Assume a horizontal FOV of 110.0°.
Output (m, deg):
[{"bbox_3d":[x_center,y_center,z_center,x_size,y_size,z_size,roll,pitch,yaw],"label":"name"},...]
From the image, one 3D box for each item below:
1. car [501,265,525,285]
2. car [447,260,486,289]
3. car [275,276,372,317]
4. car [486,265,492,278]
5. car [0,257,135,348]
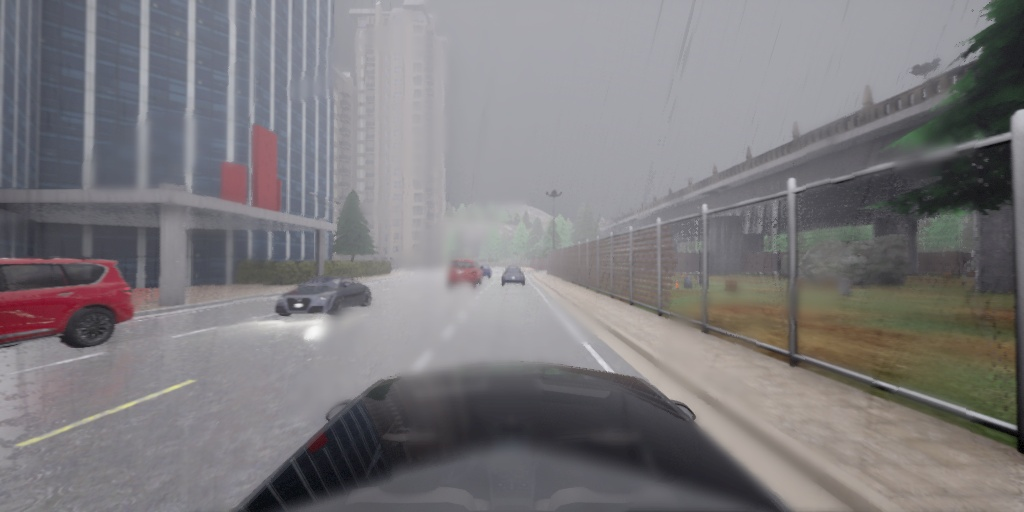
[{"bbox_3d":[0.097,1.706,30.377,1.994,1.385,4.181,0,-1,0],"label":"car"},{"bbox_3d":[-3.418,1.317,26.863,2.150,2.045,5.566,0,-1,0],"label":"car"},{"bbox_3d":[-7.079,1.480,13.911,1.994,1.385,4.181,0,-1,1],"label":"car"},{"bbox_3d":[-3.407,1.784,42.390,1.882,1.535,5.008,0,-1,0],"label":"car"},{"bbox_3d":[-10.579,1.037,6.653,2.150,2.045,5.566,0,-1,0],"label":"car"}]
